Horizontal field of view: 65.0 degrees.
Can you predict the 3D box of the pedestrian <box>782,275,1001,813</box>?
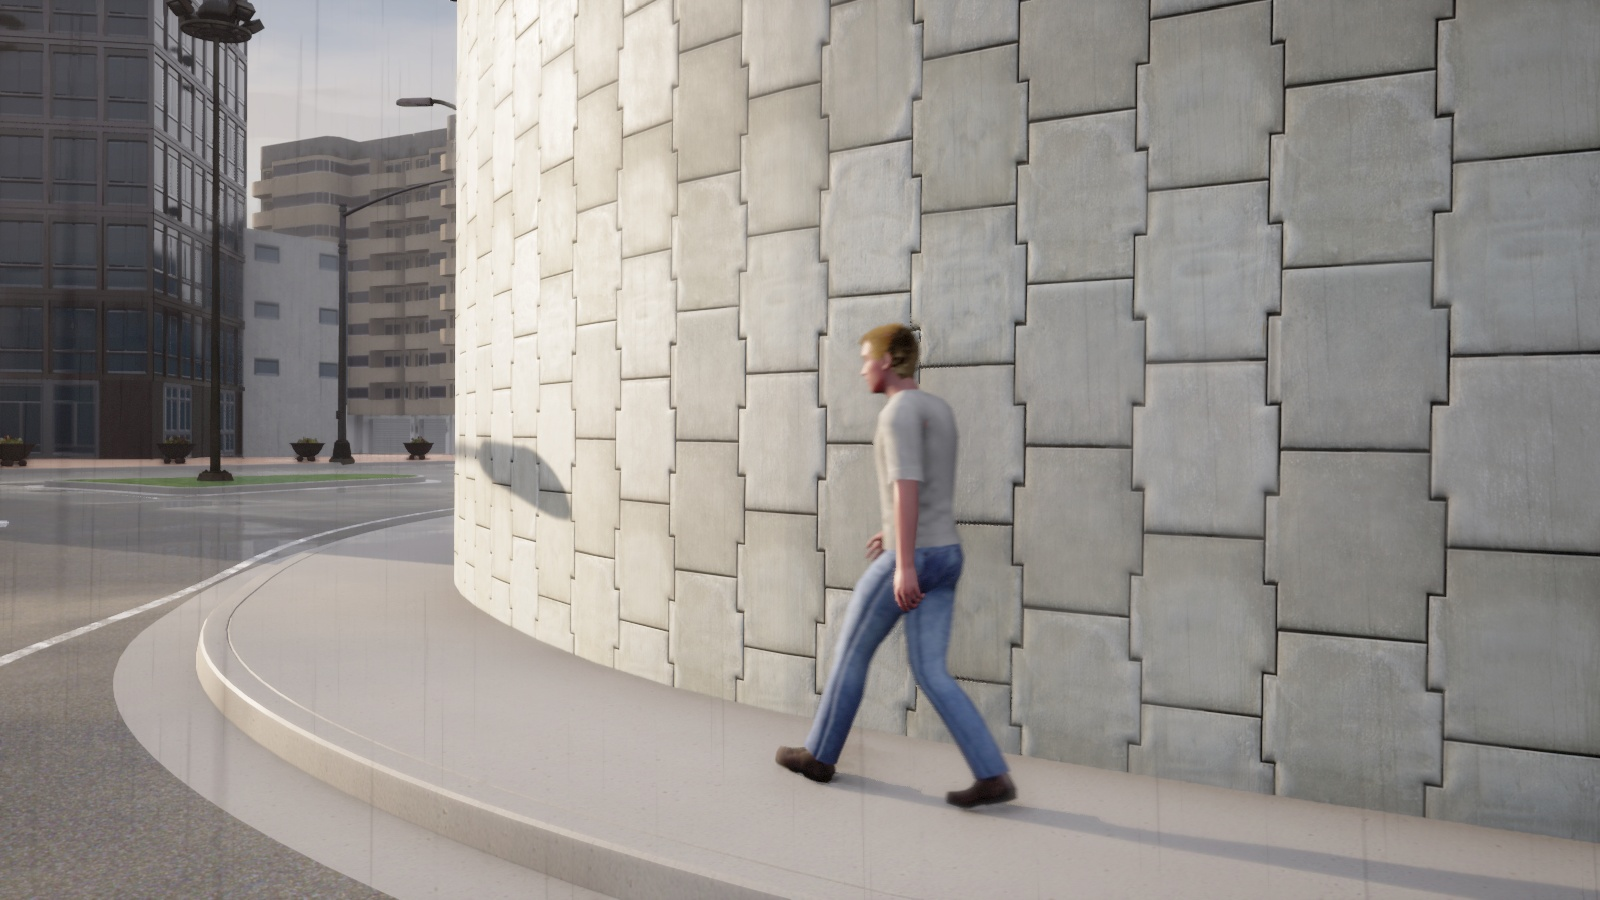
[{"bbox_3d":[0.335,0.321,4.630,0.706,1.836,0.354,0,1,34],"label":"pedestrian"}]
